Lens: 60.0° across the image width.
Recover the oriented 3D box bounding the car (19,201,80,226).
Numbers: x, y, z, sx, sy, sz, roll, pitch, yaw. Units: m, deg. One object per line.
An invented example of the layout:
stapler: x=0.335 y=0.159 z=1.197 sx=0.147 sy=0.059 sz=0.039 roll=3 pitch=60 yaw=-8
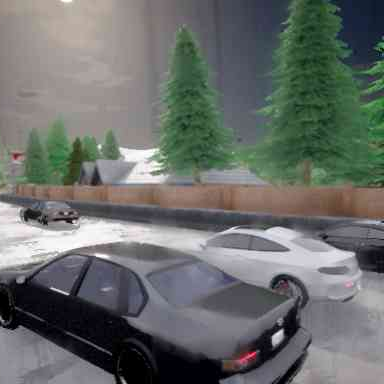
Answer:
car: x=-9.108 y=1.262 z=21.058 sx=5.357 sy=1.411 sz=2.033 roll=1 pitch=1 yaw=44

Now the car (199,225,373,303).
car: x=1.260 y=1.483 z=7.557 sx=4.674 sy=1.442 sz=1.812 roll=1 pitch=1 yaw=37

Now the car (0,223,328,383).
car: x=-1.107 y=1.495 z=4.932 sx=5.357 sy=1.411 sz=2.033 roll=1 pitch=1 yaw=38

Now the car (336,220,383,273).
car: x=4.607 y=1.511 z=9.419 sx=4.674 sy=1.442 sz=1.812 roll=1 pitch=1 yaw=36
